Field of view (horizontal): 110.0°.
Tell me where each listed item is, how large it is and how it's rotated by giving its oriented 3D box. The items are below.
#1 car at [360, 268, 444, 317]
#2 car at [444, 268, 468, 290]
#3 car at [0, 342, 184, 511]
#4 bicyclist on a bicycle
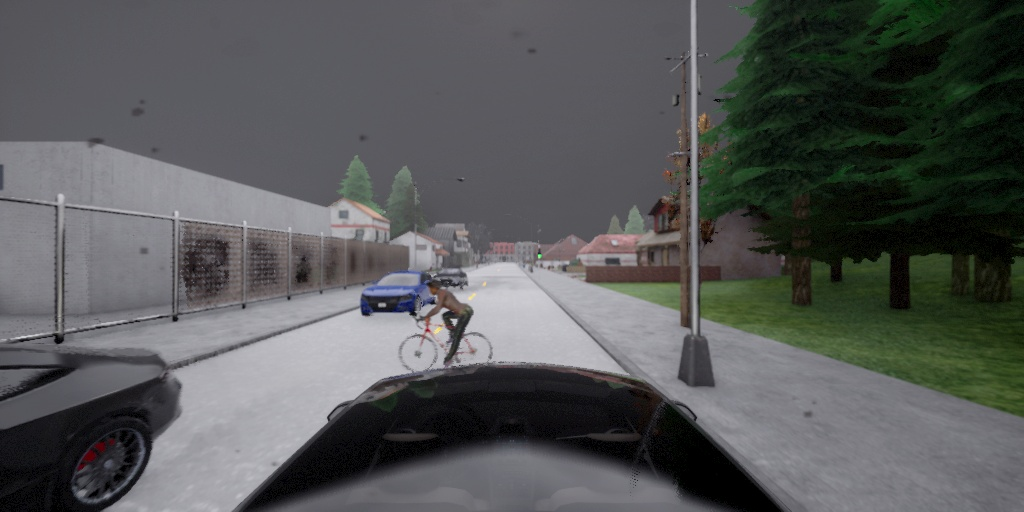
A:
[{"bbox_3d":[-4.152,1.322,13.930,1.882,1.535,5.008,0,-1,0],"label":"car"},{"bbox_3d":[-4.117,1.487,24.289,1.994,1.385,4.181,0,0,0],"label":"car"},{"bbox_3d":[-4.093,1.275,1.581,1.812,1.442,4.674,0,0,0],"label":"car"},{"bbox_3d":[-1.183,1.236,6.305,1.656,1.620,0.582,-2,0,0],"label":"bicyclist on a bicycle"}]
